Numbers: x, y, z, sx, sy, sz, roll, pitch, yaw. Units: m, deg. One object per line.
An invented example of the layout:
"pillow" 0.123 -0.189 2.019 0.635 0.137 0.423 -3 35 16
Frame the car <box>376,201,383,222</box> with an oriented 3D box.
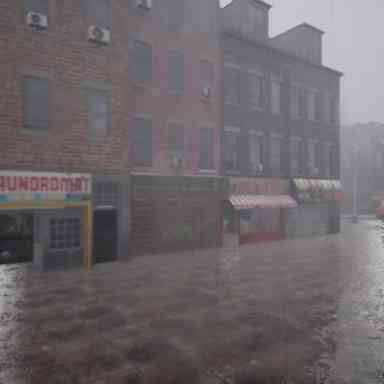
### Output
"car" 18.862 1.754 28.473 2.150 2.045 5.566 0 -2 -35
